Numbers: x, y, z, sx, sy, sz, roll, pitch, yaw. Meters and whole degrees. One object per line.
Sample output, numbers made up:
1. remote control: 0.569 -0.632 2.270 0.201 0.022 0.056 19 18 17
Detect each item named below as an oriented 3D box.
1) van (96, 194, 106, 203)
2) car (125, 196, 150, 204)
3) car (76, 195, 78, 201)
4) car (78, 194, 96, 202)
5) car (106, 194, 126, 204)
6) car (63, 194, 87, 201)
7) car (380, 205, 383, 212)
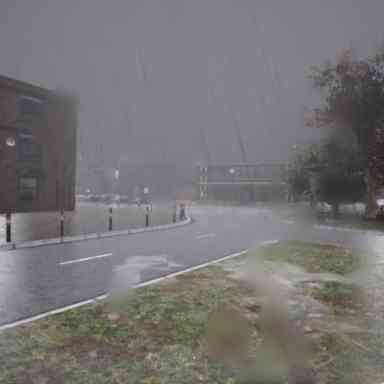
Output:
1. van: -17.494 1.350 70.475 1.878 1.987 4.442 1 -1 31
2. car: -10.319 1.761 66.228 2.163 1.488 4.792 1 -1 31
3. car: -24.575 1.387 74.886 2.097 1.535 5.008 2 0 31
4. car: -22.069 1.331 73.415 2.185 1.767 4.553 2 0 31
5. car: -14.933 1.510 69.095 2.185 1.767 4.553 1 -1 31
6. car: -26.840 1.326 76.271 2.231 1.521 4.892 2 0 31
7. car: 30.295 2.190 47.979 5.566 2.045 2.150 1 -1 19
